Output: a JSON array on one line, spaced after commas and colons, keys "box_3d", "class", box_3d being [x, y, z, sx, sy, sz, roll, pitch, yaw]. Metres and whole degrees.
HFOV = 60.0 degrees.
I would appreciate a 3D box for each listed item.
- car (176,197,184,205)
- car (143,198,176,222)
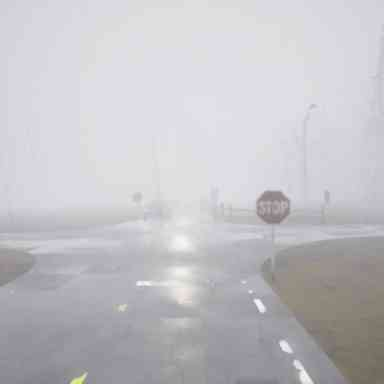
[{"box_3d": [-2.771, 1.853, 68.183, 1.882, 1.535, 5.008, 0, 0, 0], "class": "car"}, {"box_3d": [-2.786, 1.462, 28.096, 2.097, 1.767, 4.553, 0, -1, 1], "class": "car"}]
